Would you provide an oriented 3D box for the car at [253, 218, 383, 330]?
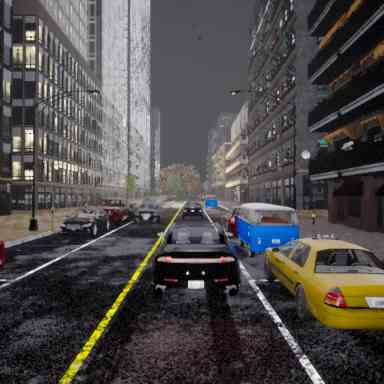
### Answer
[{"bbox_3d":[2.695,1.527,7.014,1.752,1.417,4.829,1,0,0],"label":"car"}]

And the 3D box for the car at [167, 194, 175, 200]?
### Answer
[{"bbox_3d":[-5.773,1.347,91.688,2.192,1.841,5.009,1,0,0],"label":"car"}]

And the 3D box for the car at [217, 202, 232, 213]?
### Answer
[{"bbox_3d":[2.685,1.446,18.158,1.967,1.590,4.097,1,0,0],"label":"car"}]

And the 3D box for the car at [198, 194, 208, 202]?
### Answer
[{"bbox_3d":[2.625,1.343,80.389,2.192,1.841,5.009,1,0,0],"label":"car"}]

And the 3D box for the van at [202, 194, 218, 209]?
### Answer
[{"bbox_3d":[2.659,1.356,46.445,1.690,1.788,3.998,1,0,0],"label":"van"}]

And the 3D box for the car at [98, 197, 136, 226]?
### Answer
[{"bbox_3d":[-5.699,1.322,23.800,2.192,1.841,5.009,1,0,0],"label":"car"}]

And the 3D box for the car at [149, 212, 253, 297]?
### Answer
[{"bbox_3d":[0.087,1.495,8.582,2.128,1.511,4.902,0,0,0],"label":"car"}]

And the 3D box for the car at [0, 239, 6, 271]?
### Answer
[{"bbox_3d":[-5.685,1.547,6.829,1.887,1.381,4.507,1,0,0],"label":"car"}]

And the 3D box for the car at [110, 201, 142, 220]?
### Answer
[{"bbox_3d":[-5.708,1.575,29.457,1.947,1.339,4.313,1,0,0],"label":"car"}]

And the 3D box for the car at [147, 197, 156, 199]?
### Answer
[{"bbox_3d":[-5.723,1.455,46.430,1.967,1.590,4.097,1,0,0],"label":"car"}]

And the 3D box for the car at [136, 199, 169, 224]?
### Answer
[{"bbox_3d":[-3.120,1.499,25.028,2.128,1.511,4.902,0,0,0],"label":"car"}]

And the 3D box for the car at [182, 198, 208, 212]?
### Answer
[{"bbox_3d":[0.068,1.557,29.023,2.033,1.411,5.357,0,0,0],"label":"car"}]

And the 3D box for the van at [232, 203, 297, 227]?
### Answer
[{"bbox_3d":[2.692,1.345,12.501,1.690,1.788,3.998,1,0,0],"label":"van"}]

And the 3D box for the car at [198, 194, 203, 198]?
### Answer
[{"bbox_3d":[2.633,1.574,69.073,2.008,1.369,4.403,1,0,0],"label":"car"}]

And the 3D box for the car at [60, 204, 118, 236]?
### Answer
[{"bbox_3d":[-5.697,1.556,18.143,2.008,1.369,4.403,1,0,0],"label":"car"}]
